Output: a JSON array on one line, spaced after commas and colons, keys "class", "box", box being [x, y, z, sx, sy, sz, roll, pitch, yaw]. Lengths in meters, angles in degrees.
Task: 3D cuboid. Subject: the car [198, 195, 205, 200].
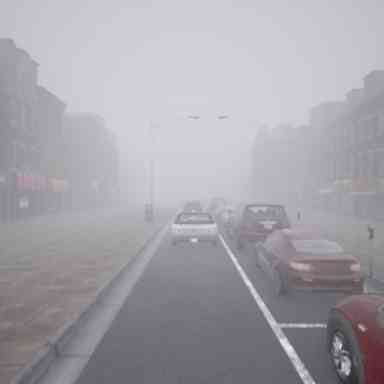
[{"class": "car", "box": [2.658, 1.487, 94.232, 1.752, 1.417, 4.829, 0, 0, 0]}]

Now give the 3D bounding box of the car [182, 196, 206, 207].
[{"class": "car", "box": [0.100, 1.438, 31.941, 1.837, 1.490, 4.892, 0, 0, 0]}]

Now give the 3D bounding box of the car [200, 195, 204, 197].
[{"class": "car", "box": [2.651, 1.485, 53.677, 1.947, 1.339, 4.313, 0, 0, 0]}]

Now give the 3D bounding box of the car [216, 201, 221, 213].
[{"class": "car", "box": [2.646, 1.477, 19.801, 1.752, 1.417, 4.829, 0, 0, 0]}]

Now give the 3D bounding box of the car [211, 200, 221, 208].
[{"class": "car", "box": [2.646, 1.525, 25.305, 1.802, 1.307, 4.206, 0, 0, 0]}]

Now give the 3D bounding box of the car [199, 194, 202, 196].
[{"class": "car", "box": [2.652, 1.470, 59.352, 2.008, 1.369, 4.403, 0, 0, 0]}]

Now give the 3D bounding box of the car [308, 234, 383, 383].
[{"class": "car", "box": [2.644, 1.432, 2.607, 1.967, 1.590, 4.097, 0, 0, 0]}]

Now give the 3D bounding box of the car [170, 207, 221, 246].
[{"class": "car", "box": [0.096, 1.562, 15.044, 1.895, 1.301, 4.718, 0, 0, 0]}]

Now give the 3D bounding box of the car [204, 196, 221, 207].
[{"class": "car", "box": [2.757, 1.281, 35.917, 2.097, 1.767, 4.553, 0, 0, 0]}]

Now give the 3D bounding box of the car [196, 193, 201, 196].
[{"class": "car", "box": [2.657, 1.495, 88.383, 1.887, 1.381, 4.507, 0, 0, 0]}]

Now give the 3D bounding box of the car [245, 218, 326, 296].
[{"class": "car", "box": [2.644, 1.559, 8.282, 1.802, 1.307, 4.206, 0, 0, 0]}]

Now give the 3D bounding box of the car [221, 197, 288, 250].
[{"class": "car", "box": [2.646, 1.279, 13.956, 2.192, 1.841, 5.009, 0, 0, 0]}]
